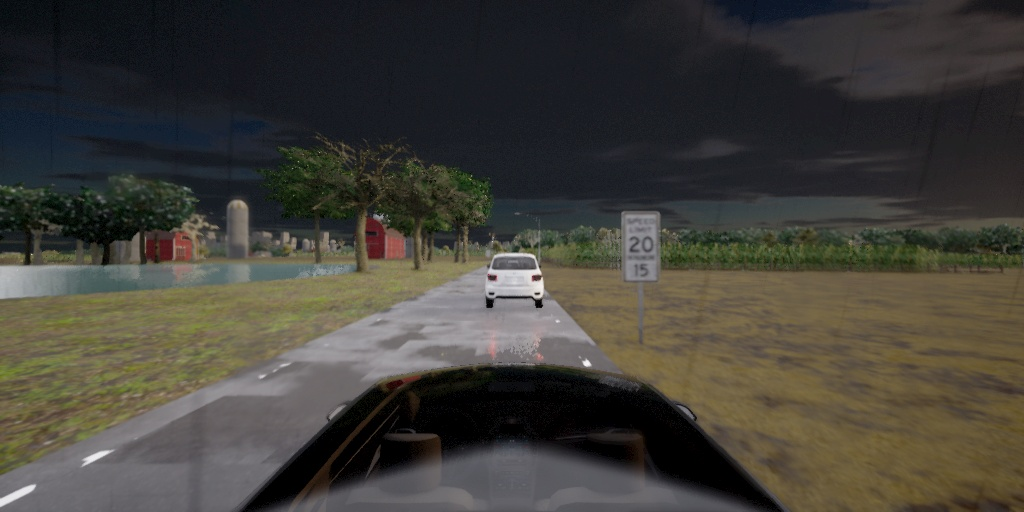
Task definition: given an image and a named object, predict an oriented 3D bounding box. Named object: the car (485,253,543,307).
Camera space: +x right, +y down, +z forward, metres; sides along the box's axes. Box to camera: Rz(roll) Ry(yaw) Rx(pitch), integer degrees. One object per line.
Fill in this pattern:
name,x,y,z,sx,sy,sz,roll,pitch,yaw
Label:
car,0.093,0.916,15.174,2.150,2.045,5.566,0,0,0
